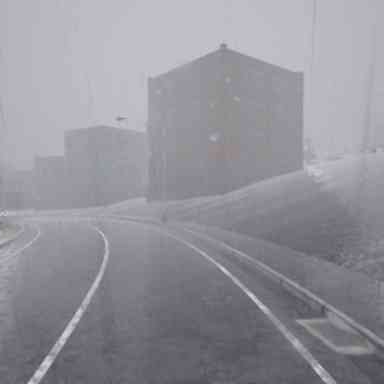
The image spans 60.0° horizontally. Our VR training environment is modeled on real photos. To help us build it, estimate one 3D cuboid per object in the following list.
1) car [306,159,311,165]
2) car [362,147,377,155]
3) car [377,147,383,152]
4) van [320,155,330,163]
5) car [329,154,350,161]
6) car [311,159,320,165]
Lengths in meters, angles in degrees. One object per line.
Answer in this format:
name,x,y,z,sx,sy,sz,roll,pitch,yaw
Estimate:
car,26.564,-6.126,72.709,2.435,2.045,5.566,0,1,3
car,25.014,-5.377,45.217,2.185,1.767,4.553,0,1,3
car,24.703,-5.239,39.707,2.185,1.767,4.553,0,1,3
van,25.937,-5.865,61.599,1.878,1.987,4.442,0,1,3
car,25.634,-5.515,56.216,2.231,1.521,4.892,0,1,3
car,26.257,-5.722,67.237,2.002,1.452,4.674,0,1,3
